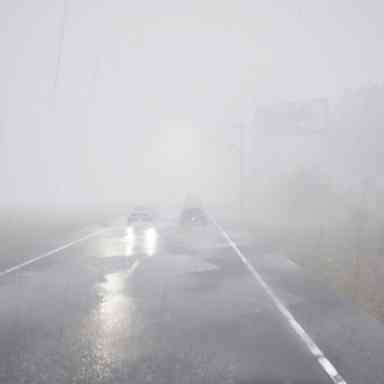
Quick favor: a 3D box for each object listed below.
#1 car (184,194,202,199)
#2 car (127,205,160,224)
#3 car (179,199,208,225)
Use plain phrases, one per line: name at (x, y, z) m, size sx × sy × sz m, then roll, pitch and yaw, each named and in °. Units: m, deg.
car at (0.094, 1.253, 43.378) m, size 2.150 × 2.045 × 5.566 m, roll 0°, pitch 0°, yaw 0°
car at (-3.561, 1.619, 24.903) m, size 1.895 × 1.301 × 4.718 m, roll 0°, pitch 0°, yaw 0°
car at (0.082, 1.525, 24.553) m, size 1.837 × 1.490 × 4.892 m, roll 0°, pitch 0°, yaw 0°
